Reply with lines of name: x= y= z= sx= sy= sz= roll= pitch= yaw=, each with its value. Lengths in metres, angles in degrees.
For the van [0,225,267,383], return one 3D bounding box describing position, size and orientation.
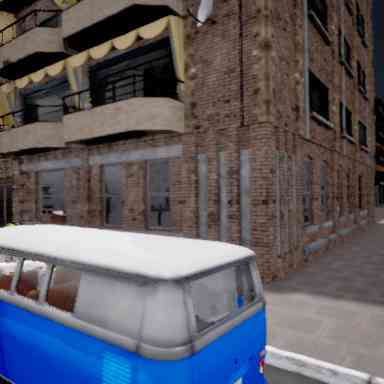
van: x=-1.174 y=1.338 z=3.736 sx=3.998 sy=1.788 sz=1.690 roll=0 pitch=-1 yaw=36
